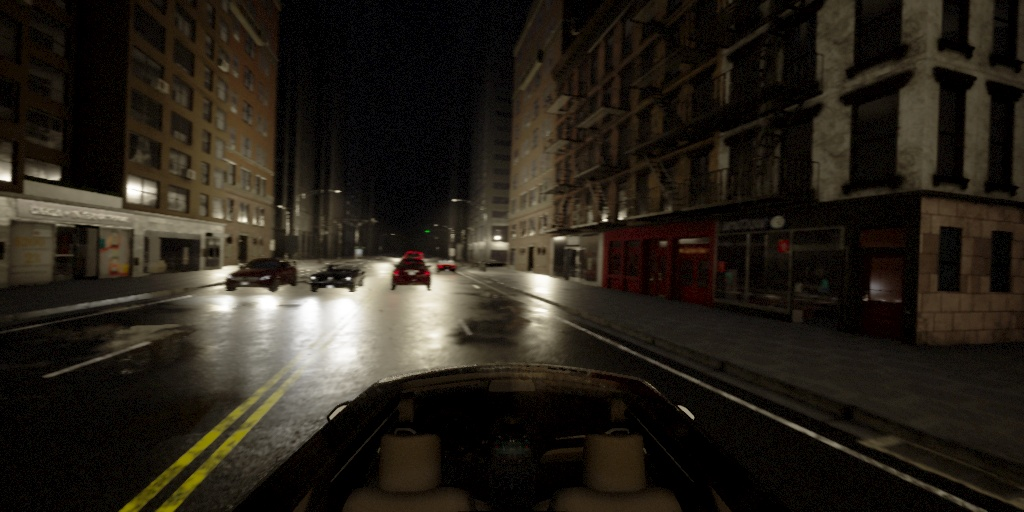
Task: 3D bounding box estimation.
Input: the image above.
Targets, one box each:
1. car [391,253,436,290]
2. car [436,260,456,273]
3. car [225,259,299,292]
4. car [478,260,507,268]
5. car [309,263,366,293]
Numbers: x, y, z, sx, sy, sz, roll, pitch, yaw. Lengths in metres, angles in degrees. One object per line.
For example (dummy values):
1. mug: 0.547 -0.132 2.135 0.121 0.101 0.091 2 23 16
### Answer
1. car: -5.774 0.900 20.755 2.097 1.767 4.553 2 0 -15
2. car: -7.046 1.103 37.937 1.895 1.301 4.718 2 0 -15
3. car: -11.768 0.857 17.248 1.812 1.442 4.674 2 0 -15
4. car: -2.878 1.256 55.315 4.718 1.301 1.895 2 0 -17
5. car: -8.635 1.045 18.087 1.895 1.301 4.718 2 0 -15
